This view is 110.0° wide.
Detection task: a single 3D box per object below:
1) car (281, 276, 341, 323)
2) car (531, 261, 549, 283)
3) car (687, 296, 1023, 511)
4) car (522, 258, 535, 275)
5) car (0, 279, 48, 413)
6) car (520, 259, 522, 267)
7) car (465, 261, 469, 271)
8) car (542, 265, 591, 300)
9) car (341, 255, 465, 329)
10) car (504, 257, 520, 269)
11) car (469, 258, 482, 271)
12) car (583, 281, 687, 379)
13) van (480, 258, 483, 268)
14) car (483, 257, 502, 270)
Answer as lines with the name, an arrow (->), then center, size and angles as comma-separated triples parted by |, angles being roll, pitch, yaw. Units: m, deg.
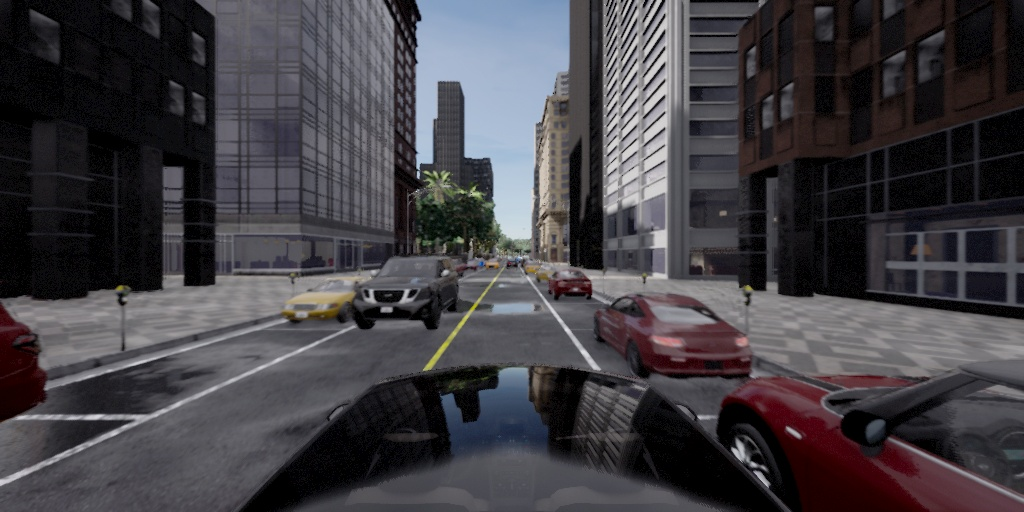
car -> -5.761, 1.293, 12.238 | 1.751, 1.417, 4.829 | 0, 0, 0
car -> 2.767, 1.324, 28.845 | 1.751, 1.417, 4.829 | 0, 0, 0
car -> 2.762, 1.190, 1.551 | 1.967, 1.591, 4.097 | 0, 0, 0
car -> 2.357, 1.281, 39.992 | 1.801, 1.575, 5.366 | 0, 0, 0
car -> -5.763, 1.064, 1.556 | 2.192, 1.841, 5.009 | 0, 0, 0
car -> 2.772, 1.414, 55.800 | 2.007, 1.370, 4.403 | 0, 0, 0
car -> -5.757, 1.125, 34.112 | 2.192, 1.841, 5.009 | 0, 0, 0
car -> 2.765, 1.323, 17.826 | 1.888, 1.381, 4.507 | 0, 0, 0
car -> -3.087, 0.988, 11.673 | 2.150, 2.045, 5.566 | 0, 0, 1
car -> 0.016, 1.382, 59.740 | 1.837, 1.490, 4.892 | 0, -1, 0
car -> -5.754, 1.394, 50.389 | 1.888, 1.381, 4.507 | 0, 0, 0
car -> 2.763, 1.341, 6.976 | 1.802, 1.307, 4.207 | 0, 0, 0
van -> -5.752, 1.217, 61.242 | 1.690, 1.789, 3.998 | 0, 0, 0
car -> -3.040, 1.341, 56.156 | 1.882, 1.535, 5.008 | 0, 0, 1
